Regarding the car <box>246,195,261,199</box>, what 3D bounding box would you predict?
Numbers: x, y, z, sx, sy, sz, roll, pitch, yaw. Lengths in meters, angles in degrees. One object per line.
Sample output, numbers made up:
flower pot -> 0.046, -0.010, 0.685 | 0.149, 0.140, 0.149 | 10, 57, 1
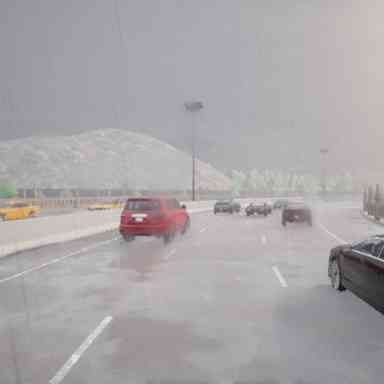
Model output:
car -> 12.473, 1.491, 67.973 | 1.837, 1.490, 4.892 | 0, 0, 41

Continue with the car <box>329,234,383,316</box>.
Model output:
car -> 4.031, 1.491, 6.023 | 2.128, 1.511, 4.902 | 0, 0, 5

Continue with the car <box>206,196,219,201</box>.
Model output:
car -> 4.576, 1.475, 63.809 | 1.882, 1.535, 5.008 | 0, 0, 37

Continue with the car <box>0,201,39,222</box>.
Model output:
car -> -14.012, 1.477, 25.538 | 1.882, 1.535, 5.008 | 0, 0, 15

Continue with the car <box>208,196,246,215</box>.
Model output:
car -> 3.689, 1.489, 33.926 | 2.128, 1.511, 4.902 | 0, 0, 22

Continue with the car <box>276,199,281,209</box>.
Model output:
car -> 11.809, 1.562, 42.710 | 1.994, 1.385, 4.181 | 0, 0, 29

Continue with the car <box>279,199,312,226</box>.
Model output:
car -> 7.458, 1.477, 23.743 | 1.882, 1.535, 5.008 | 0, 0, 16

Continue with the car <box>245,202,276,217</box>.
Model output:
car -> 6.479, 1.600, 31.603 | 1.895, 1.301, 4.718 | 0, 0, 22

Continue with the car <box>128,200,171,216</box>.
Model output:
car -> -4.153, 1.547, 33.804 | 2.033, 1.411, 5.357 | 0, 0, 21

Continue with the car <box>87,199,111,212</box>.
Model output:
car -> -8.247, 1.477, 32.523 | 1.882, 1.535, 5.008 | 0, 0, 19

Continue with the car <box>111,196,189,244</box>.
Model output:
car -> -1.638, 1.221, 16.201 | 2.150, 2.045, 5.566 | 0, 0, 11
